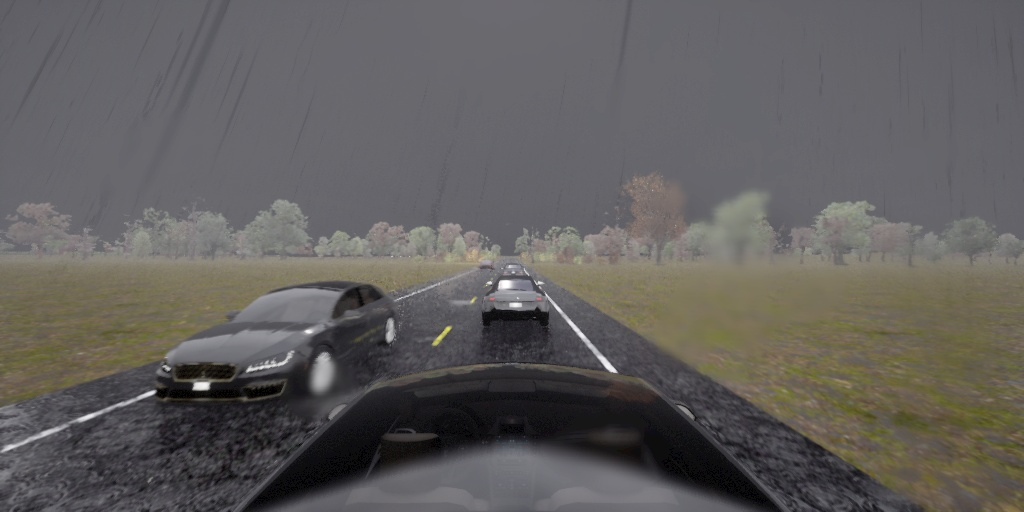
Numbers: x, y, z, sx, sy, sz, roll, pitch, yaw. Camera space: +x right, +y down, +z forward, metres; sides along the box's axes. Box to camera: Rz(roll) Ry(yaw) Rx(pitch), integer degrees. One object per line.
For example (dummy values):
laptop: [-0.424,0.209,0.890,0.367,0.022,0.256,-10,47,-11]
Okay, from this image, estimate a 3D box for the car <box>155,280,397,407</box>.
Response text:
car: [-3.600,1.256,6.585,1.837,1.490,4.892,0,0,0]

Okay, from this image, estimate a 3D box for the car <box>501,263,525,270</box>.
car: [0.105,1.301,29.725,2.033,1.411,5.357,0,0,0]

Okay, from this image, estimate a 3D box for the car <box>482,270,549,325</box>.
car: [0.102,1.315,11.851,1.994,1.385,4.181,0,0,0]

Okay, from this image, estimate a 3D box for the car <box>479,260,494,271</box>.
car: [-3.563,1.234,50.735,1.882,1.535,5.008,0,0,0]
